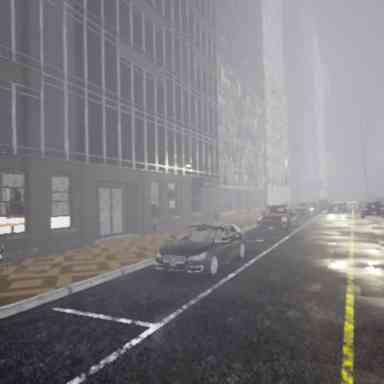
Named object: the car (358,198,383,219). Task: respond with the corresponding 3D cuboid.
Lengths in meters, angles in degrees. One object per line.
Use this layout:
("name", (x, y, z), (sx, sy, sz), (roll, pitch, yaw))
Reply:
("car", (15.463, 1.492, 28.485), (1.812, 1.442, 4.674), (-2, -1, 26))

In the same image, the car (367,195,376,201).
("car", (45.217, 1.471, 83.839), (1.887, 1.381, 4.507), (-1, -1, 26))

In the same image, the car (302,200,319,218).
("car", (10.384, 1.676, 31.206), (2.008, 1.369, 4.403), (-1, -1, 26))

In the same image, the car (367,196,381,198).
("car", (20.324, 1.534, 38.508), (1.994, 1.385, 4.181), (-2, -1, 26))

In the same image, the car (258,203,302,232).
("car", (5.418, 1.562, 20.969), (1.967, 1.590, 4.097), (-1, -1, 26))

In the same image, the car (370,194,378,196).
("car", (32.806, 1.474, 58.244), (1.947, 1.339, 4.313), (-1, -1, 26))

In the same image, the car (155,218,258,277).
("car", (0.456, 1.671, 10.730), (2.008, 1.369, 4.403), (-1, -1, 26))

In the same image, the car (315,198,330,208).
("car", (20.313, 1.677, 51.682), (1.887, 1.381, 4.507), (-1, -1, 26))

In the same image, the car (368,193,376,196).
("car", (37.844, 1.441, 68.635), (1.752, 1.417, 4.829), (-1, -1, 26))

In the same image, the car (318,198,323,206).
("car", (12.866, 1.671, 36.325), (1.887, 1.381, 4.507), (-1, -1, 26))

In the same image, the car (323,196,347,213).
("car", (16.427, 1.547, 37.576), (2.128, 1.511, 4.902), (-2, -1, 26))

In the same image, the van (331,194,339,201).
("van", (37.685, 1.498, 87.517), (1.690, 1.788, 3.998), (-1, -1, 26))

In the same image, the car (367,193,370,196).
("car", (42.730, 1.237, 78.722), (2.192, 1.841, 5.009), (-1, -1, 26))

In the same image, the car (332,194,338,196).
("car", (35.207, 1.703, 82.396), (2.008, 1.369, 4.403), (-1, -1, 26))
